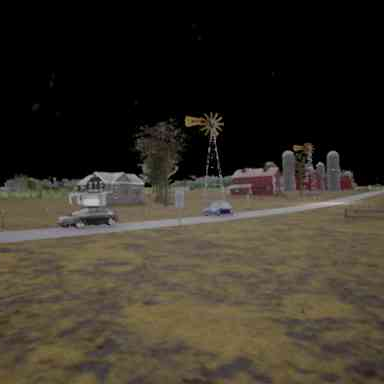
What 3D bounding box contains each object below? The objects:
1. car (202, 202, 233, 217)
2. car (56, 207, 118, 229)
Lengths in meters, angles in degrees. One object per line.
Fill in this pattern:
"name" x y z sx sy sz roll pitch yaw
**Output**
"car" 3.103 2.044 40.459 2.097 1.767 4.553 -2 -2 36
"car" -7.838 1.942 25.263 1.837 1.490 4.892 -2 -2 36
